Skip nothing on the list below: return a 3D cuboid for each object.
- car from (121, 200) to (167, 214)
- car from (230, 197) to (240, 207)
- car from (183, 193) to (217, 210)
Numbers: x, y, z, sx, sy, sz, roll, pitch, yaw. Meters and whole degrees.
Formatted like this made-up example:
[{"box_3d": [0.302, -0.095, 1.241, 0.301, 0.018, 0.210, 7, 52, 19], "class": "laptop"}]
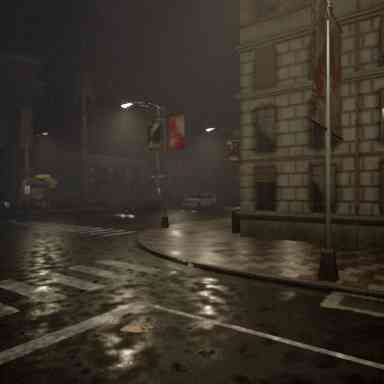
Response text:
[{"box_3d": [-5.014, 1.547, 35.613, 2.033, 1.411, 5.357, 0, 0, 36], "class": "car"}, {"box_3d": [7.924, 1.478, 51.635, 5.008, 1.535, 1.882, 0, 0, -43], "class": "car"}, {"box_3d": [1.100, 1.222, 43.866, 2.150, 2.045, 5.566, 0, 0, 37], "class": "car"}]
